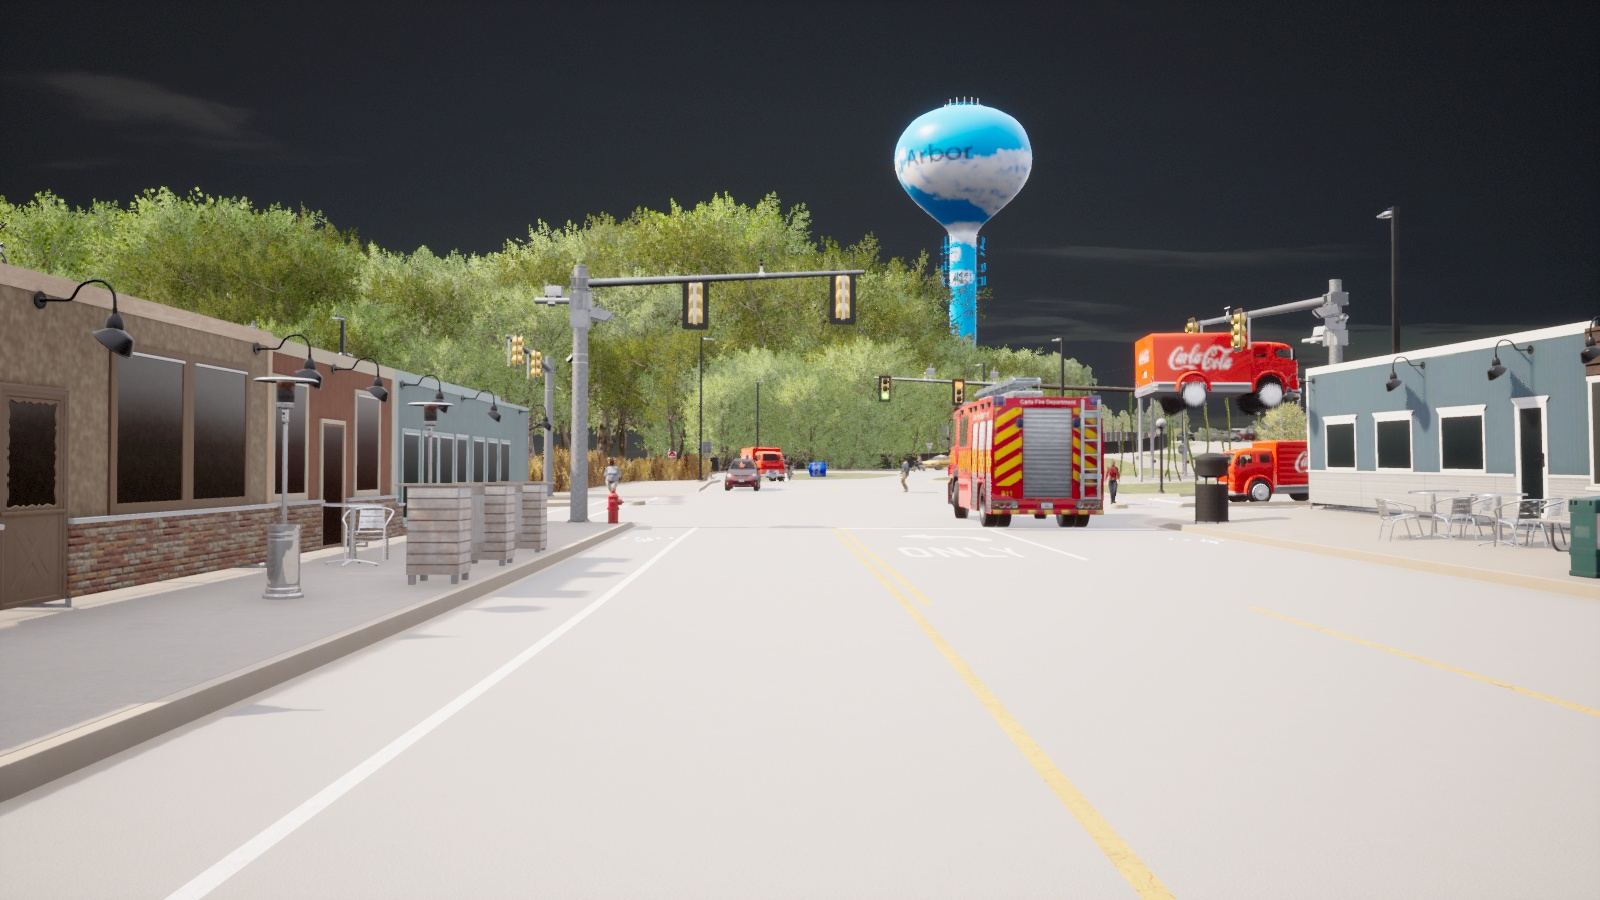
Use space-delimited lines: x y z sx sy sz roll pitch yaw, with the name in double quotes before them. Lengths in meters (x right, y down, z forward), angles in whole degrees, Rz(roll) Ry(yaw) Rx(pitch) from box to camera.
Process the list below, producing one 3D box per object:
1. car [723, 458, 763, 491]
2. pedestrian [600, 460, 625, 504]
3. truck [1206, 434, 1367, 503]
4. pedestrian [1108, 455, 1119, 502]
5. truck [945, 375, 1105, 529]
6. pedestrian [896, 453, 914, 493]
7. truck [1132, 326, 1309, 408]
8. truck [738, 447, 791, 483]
"car" -2.920 1.248 64.968 1.851 1.617 3.988 0 1 0
"pedestrian" -7.927 1.350 53.178 0.874 1.855 0.900 0 -1 3
"truck" 19.036 0.702 49.332 5.204 2.467 2.627 -2 0 -5
"pedestrian" 12.319 1.130 49.365 0.331 1.846 0.636 0 -1 5
"truck" 6.091 0.088 35.556 2.891 3.827 8.468 0 -1 -1
"pedestrian" 5.185 1.146 62.182 0.788 1.949 0.423 0 -1 -12
"truck" 14.466 -2.841 43.499 5.204 2.467 2.627 -1 -3 0
"truck" -2.610 1.082 90.583 2.627 2.467 5.204 1 -1 -15
